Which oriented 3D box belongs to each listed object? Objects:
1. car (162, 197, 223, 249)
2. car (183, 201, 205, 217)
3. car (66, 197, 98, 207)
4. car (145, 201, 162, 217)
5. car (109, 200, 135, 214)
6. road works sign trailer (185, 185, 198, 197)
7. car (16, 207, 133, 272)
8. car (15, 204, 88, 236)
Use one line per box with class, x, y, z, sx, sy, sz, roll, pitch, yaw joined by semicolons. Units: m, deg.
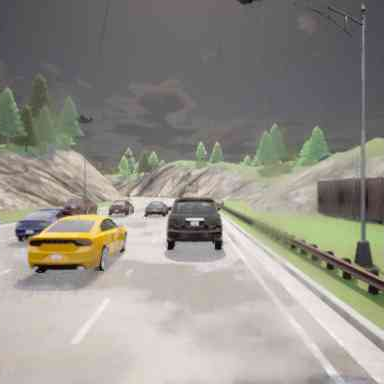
car;0.103;1.228;14.638;2.150;2.045;5.566;0;0;0
car;0.165;1.578;32.079;1.994;1.385;4.181;0;0;0
car;-10.334;1.366;31.177;2.097;1.767;4.553;0;0;0
car;-3.335;1.578;32.020;1.994;1.385;4.181;0;0;0
car;-6.848;1.540;32.492;1.812;1.442;4.674;0;0;0
road works sign trailer;-0.059;0.491;59.721;2.380;3.560;2.880;0;0;0
car;-3.398;1.483;10.809;1.882;1.535;5.008;0;0;0
car;-6.905;1.533;16.446;1.812;1.442;4.674;0;0;0
